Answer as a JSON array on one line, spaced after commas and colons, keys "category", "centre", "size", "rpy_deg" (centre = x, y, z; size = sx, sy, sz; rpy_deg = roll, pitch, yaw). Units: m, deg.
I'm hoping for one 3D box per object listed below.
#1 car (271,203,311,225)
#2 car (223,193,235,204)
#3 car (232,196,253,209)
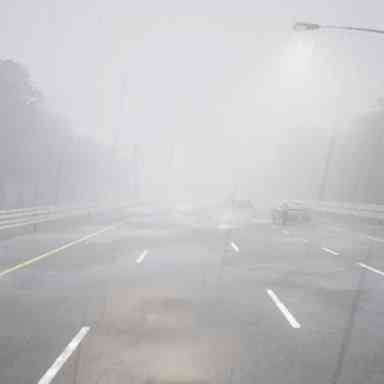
[{"category": "car", "centre": [7.039, 1.510, 24.049], "size": [2.128, 1.511, 4.902], "rpy_deg": [0, 0, 0]}, {"category": "car", "centre": [7.244, 1.280, 64.557], "size": [2.150, 2.045, 5.566], "rpy_deg": [0, 0, 0]}, {"category": "car", "centre": [7.128, 1.606, 45.767], "size": [1.994, 1.385, 4.181], "rpy_deg": [0, 0, 0]}]
